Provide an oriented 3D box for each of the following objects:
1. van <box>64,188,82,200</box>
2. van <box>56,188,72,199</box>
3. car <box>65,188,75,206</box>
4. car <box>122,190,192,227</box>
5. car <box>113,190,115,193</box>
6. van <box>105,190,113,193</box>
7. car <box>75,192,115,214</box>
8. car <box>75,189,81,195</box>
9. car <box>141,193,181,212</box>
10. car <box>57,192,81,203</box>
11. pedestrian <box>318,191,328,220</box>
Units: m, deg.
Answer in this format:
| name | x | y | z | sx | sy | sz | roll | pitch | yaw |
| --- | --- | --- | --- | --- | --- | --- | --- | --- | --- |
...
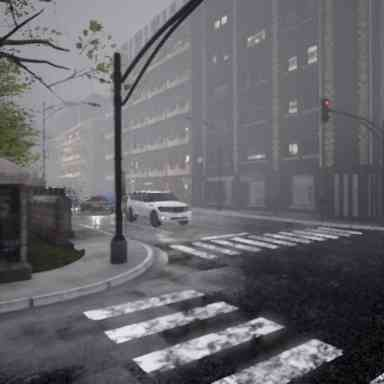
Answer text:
| name | x | y | z | sx | sy | sz | roll | pitch | yaw |
| --- | --- | --- | --- | --- | --- | --- | --- | --- | --- |
| van | -19.227 | 0.351 | 53.793 | 1.690 | 1.788 | 3.998 | 1 | 1 | -36 |
| van | -22.474 | 0.259 | 58.260 | 1.690 | 1.788 | 3.998 | 1 | 1 | -36 |
| car | -13.018 | 0.777 | 30.998 | 2.192 | 1.841 | 5.009 | 1 | 1 | -36 |
| car | -2.234 | 0.905 | 20.593 | 2.150 | 2.045 | 5.566 | -1 | 1 | -34 |
| car | -6.239 | 0.695 | 35.922 | 2.192 | 1.841 | 5.009 | 1 | 1 | -36 |
| van | -9.486 | 0.629 | 40.390 | 1.690 | 1.788 | 3.998 | 1 | 1 | -36 |
| car | -8.235 | 1.040 | 28.798 | 1.812 | 1.442 | 4.674 | -1 | 1 | -36 |
| car | -14.470 | 0.557 | 37.395 | 2.150 | 2.045 | 5.566 | -1 | 1 | -36 |
| car | -2.994 | 0.913 | 31.456 | 1.967 | 1.590 | 4.097 | 1 | 1 | -36 |
| car | -17.236 | 0.755 | 46.546 | 1.895 | 1.301 | 4.718 | -1 | 1 | -36 |
| pedestrian | 8.239 | 0.838 | 20.979 | 0.375 | 1.860 | 0.375 | 1 | 0 | -36 |
